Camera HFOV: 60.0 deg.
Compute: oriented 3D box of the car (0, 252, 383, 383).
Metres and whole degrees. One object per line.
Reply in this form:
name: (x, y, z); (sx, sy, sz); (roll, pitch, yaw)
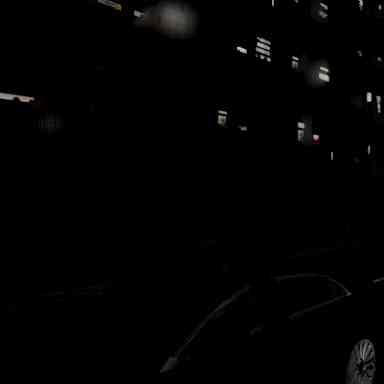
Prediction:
car: (0.177, 1.491, 3.508); (4.902, 1.511, 2.128); (0, 0, -36)
